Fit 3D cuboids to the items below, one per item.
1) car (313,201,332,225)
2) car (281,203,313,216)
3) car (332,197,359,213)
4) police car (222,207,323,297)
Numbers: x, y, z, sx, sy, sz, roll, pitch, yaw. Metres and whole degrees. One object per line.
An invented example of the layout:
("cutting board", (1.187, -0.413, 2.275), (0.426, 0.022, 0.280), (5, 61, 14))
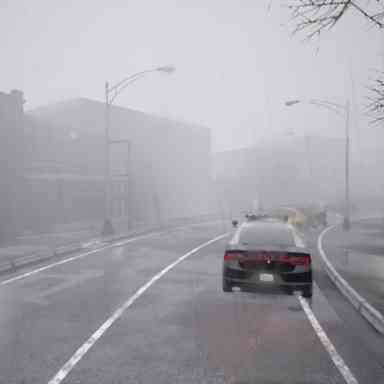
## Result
("car", (7.784, 1.531, 22.433), (1.837, 1.490, 4.892), (1, 0, 34))
("car", (5.086, 1.466, 17.736), (1.801, 1.575, 5.366), (1, 0, 26))
("car", (16.622, 1.403, 37.130), (4.553, 1.767, 2.097), (1, 1, -35))
("police car", (1.976, 1.425, 8.856), (1.930, 1.638, 5.238), (0, 0, 12))
